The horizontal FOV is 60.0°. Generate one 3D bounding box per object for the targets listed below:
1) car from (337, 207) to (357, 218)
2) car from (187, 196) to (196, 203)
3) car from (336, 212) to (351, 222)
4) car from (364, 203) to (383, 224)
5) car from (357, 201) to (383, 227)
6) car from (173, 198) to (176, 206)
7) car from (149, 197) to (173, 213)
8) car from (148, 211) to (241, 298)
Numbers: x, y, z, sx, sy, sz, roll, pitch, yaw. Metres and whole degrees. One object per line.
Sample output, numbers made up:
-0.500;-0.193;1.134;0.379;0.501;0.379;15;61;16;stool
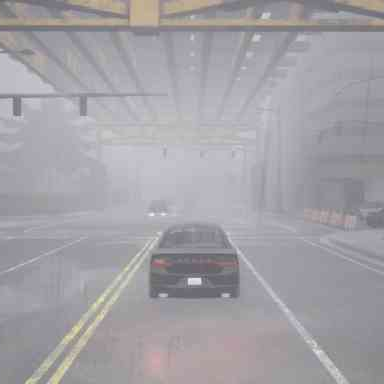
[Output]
13.575;1.295;24.990;4.536;1.218;1.853;0;0;25;car
-0.063;1.491;66.351;2.128;1.511;4.902;0;0;0;car
13.528;1.453;25.011;4.974;1.542;2.038;0;0;25;car
13.260;1.295;20.870;4.536;1.218;1.853;0;0;-20;car
13.212;1.453;20.852;4.974;1.542;2.038;0;0;-20;car
-3.700;1.525;54.035;1.812;1.442;4.674;0;0;0;car
-3.694;1.547;38.079;2.033;1.411;5.357;0;0;0;car
0.052;1.478;8.544;1.882;1.535;5.008;0;0;0;car
